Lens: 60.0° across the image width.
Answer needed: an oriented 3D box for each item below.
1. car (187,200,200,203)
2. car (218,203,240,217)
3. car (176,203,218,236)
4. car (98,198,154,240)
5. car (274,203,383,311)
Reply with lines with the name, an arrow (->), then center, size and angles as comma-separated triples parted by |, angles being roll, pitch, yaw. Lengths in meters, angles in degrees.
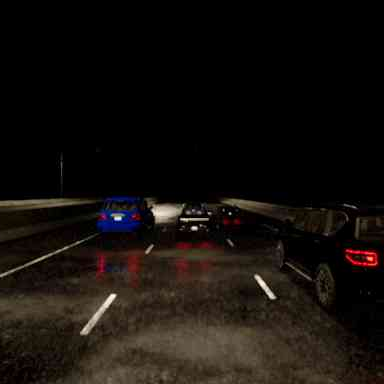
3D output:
car -> 0.153, 1.721, 37.197 | 1.837, 1.490, 4.892 | 0, 0, 0
car -> 3.649, 1.800, 34.065 | 1.895, 1.301, 4.718 | 0, 0, 0
car -> 0.127, 1.603, 19.008 | 2.128, 1.511, 4.902 | 0, 0, 0
car -> -3.375, 1.326, 17.856 | 2.150, 2.045, 5.566 | 0, 0, 0
car -> 3.612, 1.269, 7.977 | 2.150, 2.045, 5.566 | 0, 0, 0
